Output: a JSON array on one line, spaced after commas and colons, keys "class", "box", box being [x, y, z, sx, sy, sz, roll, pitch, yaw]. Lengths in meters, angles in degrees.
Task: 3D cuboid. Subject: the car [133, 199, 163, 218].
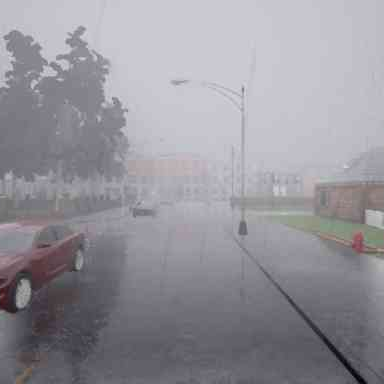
[{"class": "car", "box": [-4.035, 1.457, 29.690, 1.882, 1.535, 5.008, 0, 0, 0]}]

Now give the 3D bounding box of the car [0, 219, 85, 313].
[{"class": "car", "box": [-4.083, 1.472, 7.847, 1.882, 1.535, 5.008, 0, 0, 0]}]

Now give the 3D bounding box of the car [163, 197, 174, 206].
[{"class": "car", "box": [-3.920, 1.511, 53.624, 2.033, 1.411, 5.357, 0, 0, 1]}]
